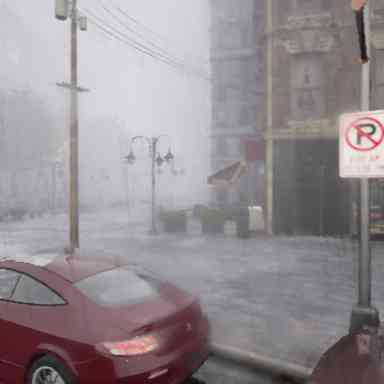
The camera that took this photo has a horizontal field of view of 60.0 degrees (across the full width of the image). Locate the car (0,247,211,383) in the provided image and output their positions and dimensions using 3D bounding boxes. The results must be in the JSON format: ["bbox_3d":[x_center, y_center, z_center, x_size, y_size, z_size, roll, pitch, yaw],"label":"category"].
[{"bbox_3d":[-2.005,1.501,4.499,4.674,1.452,2.002,0,0,29],"label":"car"}]
